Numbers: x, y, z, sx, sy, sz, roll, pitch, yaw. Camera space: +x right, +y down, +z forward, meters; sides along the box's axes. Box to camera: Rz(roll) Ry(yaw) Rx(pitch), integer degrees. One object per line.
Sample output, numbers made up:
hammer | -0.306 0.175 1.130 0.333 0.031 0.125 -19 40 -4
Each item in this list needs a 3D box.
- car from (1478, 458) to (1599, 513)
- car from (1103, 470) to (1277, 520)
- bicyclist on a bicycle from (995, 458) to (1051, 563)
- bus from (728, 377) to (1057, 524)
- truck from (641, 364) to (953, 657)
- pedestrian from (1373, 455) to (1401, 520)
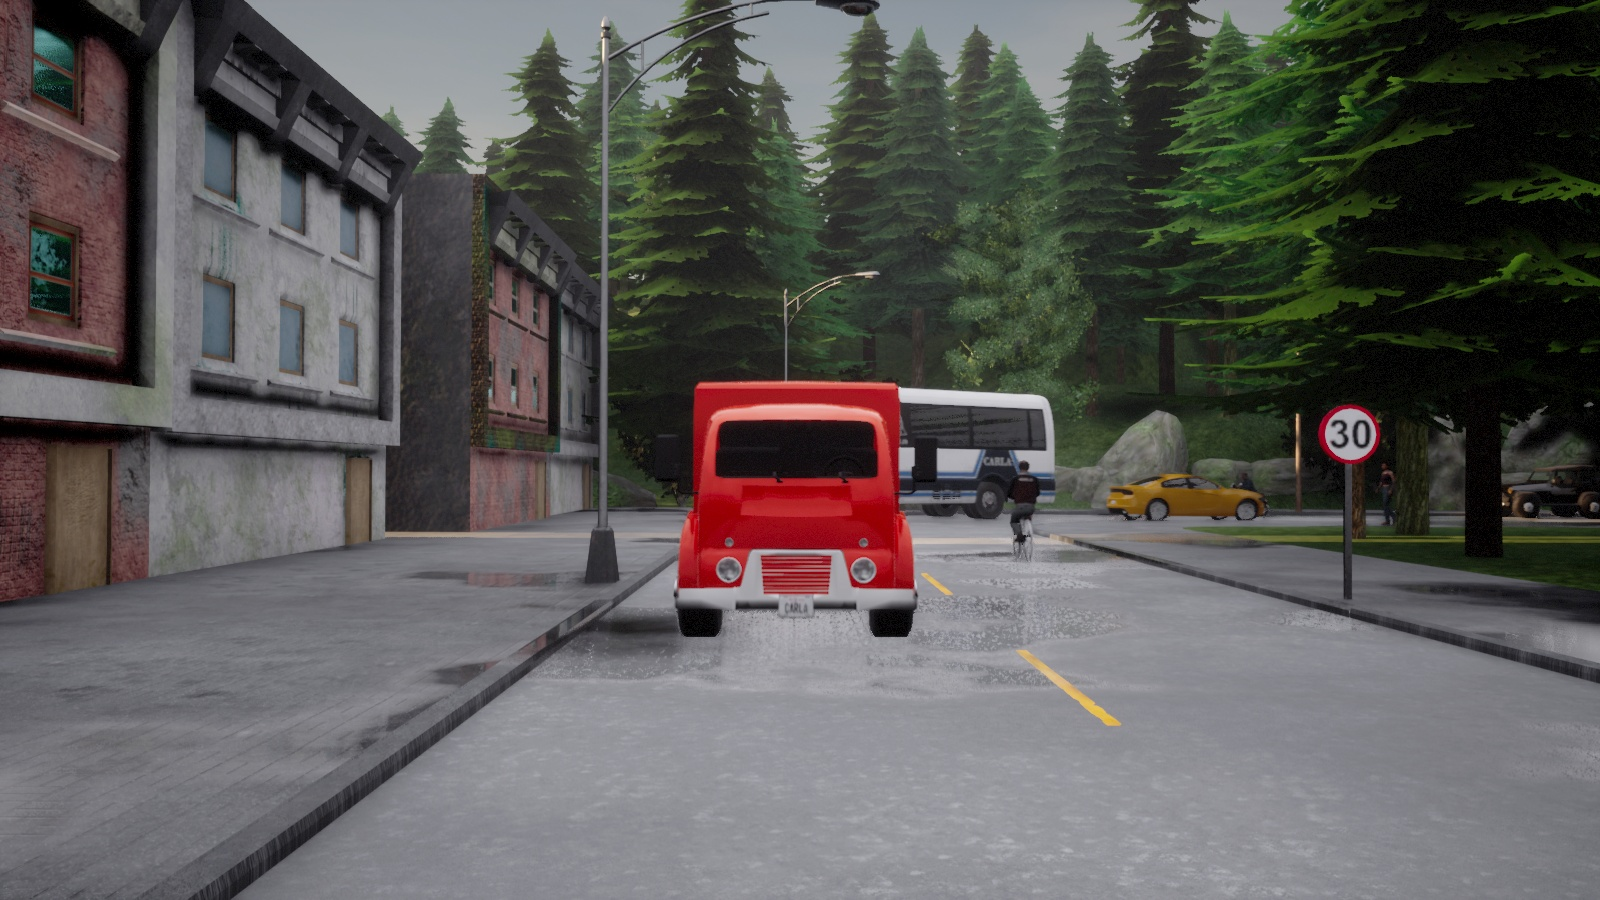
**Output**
car | 26.417 1.249 44.388 3.866 1.878 1.905 0 -1 0
car | 12.455 1.417 40.209 5.008 1.535 1.882 0 -1 -10
bicyclist on a bicycle | 3.943 1.044 22.343 0.659 1.776 1.843 0 -1 0
bus | 3.125 0.102 40.633 10.273 4.253 3.944 1 -2 -32
truck | -0.036 0.550 13.227 2.627 2.467 5.204 0 -1 0
pedestrian | 16.467 1.049 35.218 0.594 1.836 0.345 0 -1 0
